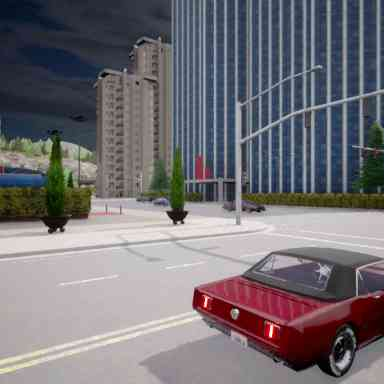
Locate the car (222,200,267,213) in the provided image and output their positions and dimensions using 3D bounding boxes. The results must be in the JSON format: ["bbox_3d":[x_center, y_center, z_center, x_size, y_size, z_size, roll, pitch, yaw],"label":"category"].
[{"bbox_3d":[5.648,1.547,36.744,2.033,1.411,5.357,0,0,-36],"label":"car"}]

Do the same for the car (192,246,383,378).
[{"bbox_3d":[2.422,1.601,5.540,4.718,1.301,1.895,0,0,-35],"label":"car"}]

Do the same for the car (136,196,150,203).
[{"bbox_3d":[-10.225,1.511,70.692,2.128,1.511,4.902,0,0,-36],"label":"car"}]

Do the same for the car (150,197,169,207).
[{"bbox_3d":[-3.968,1.526,49.986,1.812,1.442,4.674,0,0,-36],"label":"car"}]
